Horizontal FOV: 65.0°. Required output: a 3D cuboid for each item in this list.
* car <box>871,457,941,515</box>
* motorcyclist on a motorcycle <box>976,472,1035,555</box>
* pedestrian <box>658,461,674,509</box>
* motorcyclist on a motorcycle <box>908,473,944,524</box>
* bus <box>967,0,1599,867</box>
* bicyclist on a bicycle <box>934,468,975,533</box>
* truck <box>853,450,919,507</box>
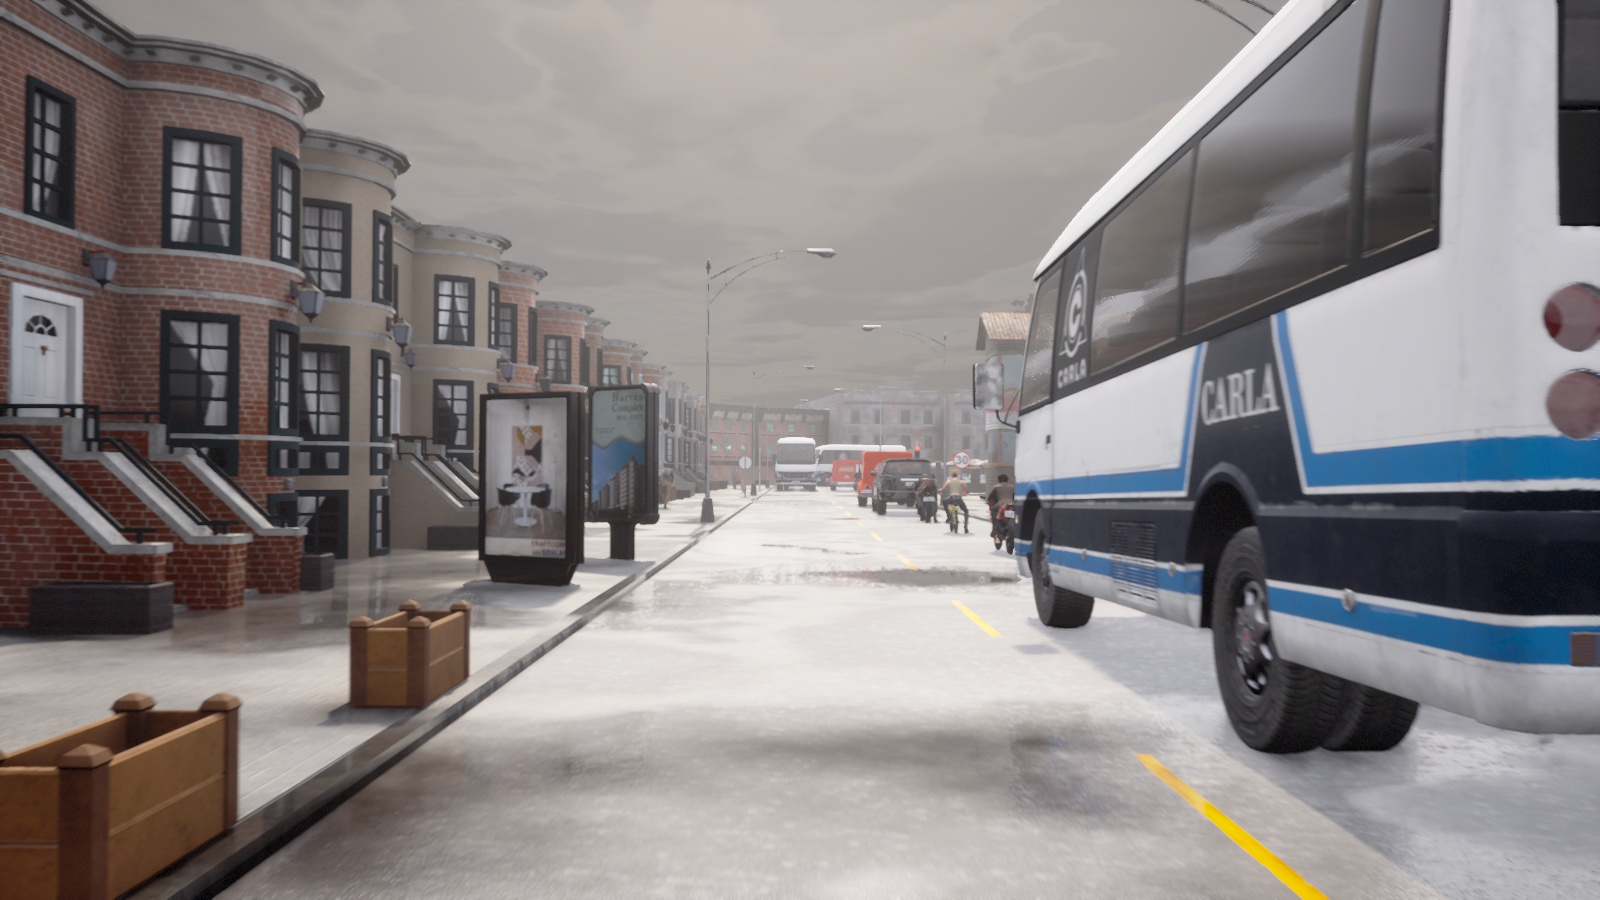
[{"bbox_3d":[3.888,1.306,47.067,2.150,2.045,5.566,0,-1,0],"label":"car"},{"bbox_3d":[3.943,1.187,24.261,0.797,1.523,2.044,0,-1,0],"label":"motorcyclist on a motorcycle"},{"bbox_3d":[-5.145,1.348,48.231,0.540,1.848,0.694,0,-1,-1],"label":"pedestrian"},{"bbox_3d":[3.908,1.488,39.080,0.866,1.530,2.191,0,-1,0],"label":"motorcyclist on a motorcycle"},{"bbox_3d":[3.972,-0.416,9.710,3.944,4.253,10.273,0,-3,0],"label":"bus"},{"bbox_3d":[3.920,1.271,31.980,0.866,1.612,1.509,0,-1,0],"label":"bicyclist on a bicycle"},{"bbox_3d":[3.859,1.270,57.181,2.627,2.467,5.204,0,-1,0],"label":"truck"}]
